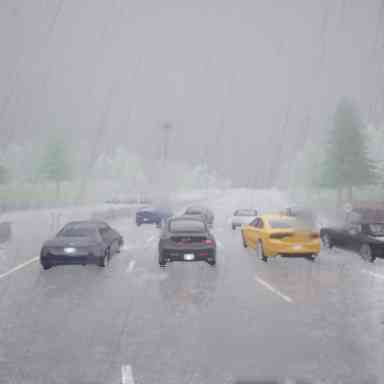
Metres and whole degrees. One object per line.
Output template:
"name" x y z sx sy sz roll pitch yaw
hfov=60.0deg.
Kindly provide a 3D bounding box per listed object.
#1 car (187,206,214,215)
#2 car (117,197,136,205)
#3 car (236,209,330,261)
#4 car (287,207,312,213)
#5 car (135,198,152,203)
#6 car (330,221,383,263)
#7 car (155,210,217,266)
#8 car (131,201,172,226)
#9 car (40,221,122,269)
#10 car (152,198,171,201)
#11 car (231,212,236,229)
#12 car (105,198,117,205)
"car" 0.520 1.793 24.647 2.128 1.511 4.902 0 0 11
"car" -12.309 1.772 65.941 2.128 1.511 4.902 0 1 12
"car" 3.234 1.642 13.049 1.882 1.535 5.008 0 -1 -3
"car" 7.429 1.799 23.516 1.837 1.490 4.892 0 0 11
"car" -8.863 1.861 65.319 1.895 1.301 4.718 0 1 12
"car" 6.729 1.768 12.735 1.895 1.301 4.718 0 -1 -4
"car" -0.230 1.655 12.158 1.837 1.490 4.892 0 0 -3
"car" -2.785 1.788 25.925 1.882 1.535 5.008 0 0 11
"car" -3.705 1.701 11.768 1.994 1.385 4.181 0 -1 -3
"car" -5.409 1.801 64.752 2.033 1.411 5.357 0 1 12
"car" 3.921 1.895 23.846 1.895 1.301 4.718 0 0 11
"car" -15.763 1.831 66.487 1.994 1.385 4.181 0 1 12
